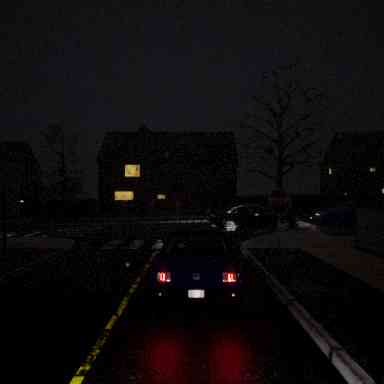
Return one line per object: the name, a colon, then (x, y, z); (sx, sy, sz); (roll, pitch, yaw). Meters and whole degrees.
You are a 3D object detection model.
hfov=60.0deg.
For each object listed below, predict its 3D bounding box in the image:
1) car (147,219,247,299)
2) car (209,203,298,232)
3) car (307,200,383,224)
car: (0.151, 1.601, 8.392); (1.895, 1.301, 4.718); (0, 0, 2)
car: (3.428, 1.405, 18.679); (4.892, 1.490, 1.837); (-2, 1, 0)
car: (10.383, 1.236, 21.626); (5.357, 1.411, 2.033); (-1, 1, 0)
